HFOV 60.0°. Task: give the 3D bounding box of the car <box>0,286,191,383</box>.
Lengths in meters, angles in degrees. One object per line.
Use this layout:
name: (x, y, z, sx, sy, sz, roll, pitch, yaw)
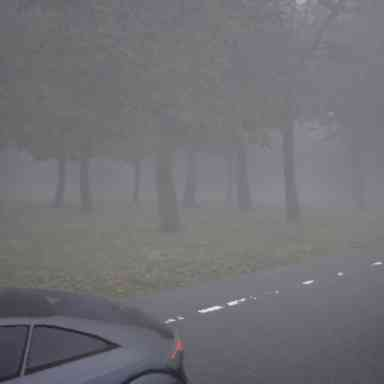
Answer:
car: (-2.052, 1.566, 2.528, 4.181, 1.385, 1.994, 0, 0, -36)
